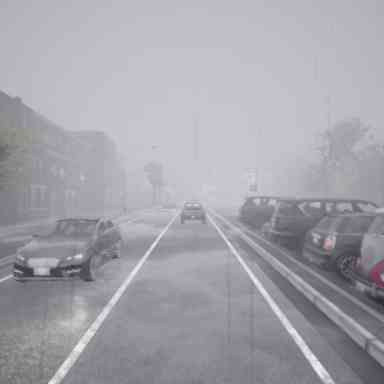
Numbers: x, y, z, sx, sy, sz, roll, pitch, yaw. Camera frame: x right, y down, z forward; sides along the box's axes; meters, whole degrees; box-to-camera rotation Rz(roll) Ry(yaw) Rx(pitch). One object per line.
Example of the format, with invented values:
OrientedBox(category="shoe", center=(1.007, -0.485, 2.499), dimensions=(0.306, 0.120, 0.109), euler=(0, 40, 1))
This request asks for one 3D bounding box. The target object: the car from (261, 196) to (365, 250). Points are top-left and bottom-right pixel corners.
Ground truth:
OrientedBox(category="car", center=(5.619, 1.240, 12.059), dimensions=(5.566, 2.045, 2.435), euler=(0, 0, 0))

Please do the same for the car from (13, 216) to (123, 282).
OrientedBox(category="car", center=(-3.353, 1.510, 9.873), dimensions=(2.128, 1.511, 4.902), euler=(0, 0, 0))

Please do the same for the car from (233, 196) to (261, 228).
OrientedBox(category="car", center=(5.617, 1.279, 20.469), dimensions=(5.566, 2.045, 2.435), euler=(0, 0, 0))

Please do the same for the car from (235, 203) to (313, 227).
OrientedBox(category="car", center=(5.584, 1.551, 23.269), dimensions=(4.892, 1.521, 2.231), euler=(0, 0, 0))

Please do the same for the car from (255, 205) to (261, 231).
OrientedBox(category="car", center=(5.595, 1.501, 14.864), dimensions=(4.892, 1.521, 2.231), euler=(0, 0, 0))

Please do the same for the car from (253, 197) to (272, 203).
OrientedBox(category="car", center=(18.725, 2.148, 88.545), dimensions=(4.553, 1.767, 2.185), euler=(0, -1, 0))

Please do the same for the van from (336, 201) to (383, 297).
OrientedBox(category="van", center=(5.479, 1.253, 6.454), dimensions=(4.442, 1.987, 1.878), euler=(0, 0, 0))

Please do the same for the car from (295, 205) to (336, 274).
OrientedBox(category="car", center=(5.560, 1.358, 9.258), dimensions=(4.553, 1.767, 2.185), euler=(0, 0, 0))

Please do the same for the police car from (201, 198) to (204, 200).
OrientedBox(category="police car", center=(0.085, 1.806, 43.095), dimensions=(2.038, 1.542, 4.974), euler=(0, -1, 0))

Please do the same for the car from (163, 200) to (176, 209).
OrientedBox(category="car", center=(-3.346, 1.960, 51.238), dimensions=(1.994, 1.385, 4.181), euler=(0, -1, 0))

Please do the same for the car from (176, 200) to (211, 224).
OrientedBox(category="car", center=(0.090, 1.594, 26.070), dimensions=(2.128, 1.511, 4.902), euler=(0, -1, 0))
